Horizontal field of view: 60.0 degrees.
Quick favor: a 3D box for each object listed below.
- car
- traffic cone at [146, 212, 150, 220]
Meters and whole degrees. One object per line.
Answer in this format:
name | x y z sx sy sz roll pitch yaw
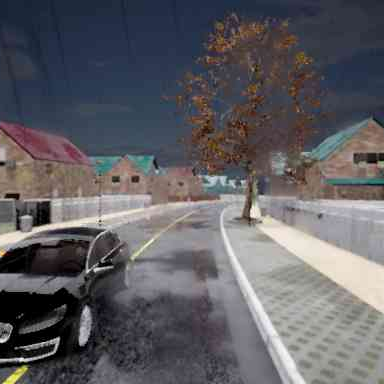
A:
car | -2.375 1.482 6.167 1.837 1.490 4.892 0 0 1
traffic cone | -3.478 1.891 26.454 0.340 0.580 0.340 0 0 5
